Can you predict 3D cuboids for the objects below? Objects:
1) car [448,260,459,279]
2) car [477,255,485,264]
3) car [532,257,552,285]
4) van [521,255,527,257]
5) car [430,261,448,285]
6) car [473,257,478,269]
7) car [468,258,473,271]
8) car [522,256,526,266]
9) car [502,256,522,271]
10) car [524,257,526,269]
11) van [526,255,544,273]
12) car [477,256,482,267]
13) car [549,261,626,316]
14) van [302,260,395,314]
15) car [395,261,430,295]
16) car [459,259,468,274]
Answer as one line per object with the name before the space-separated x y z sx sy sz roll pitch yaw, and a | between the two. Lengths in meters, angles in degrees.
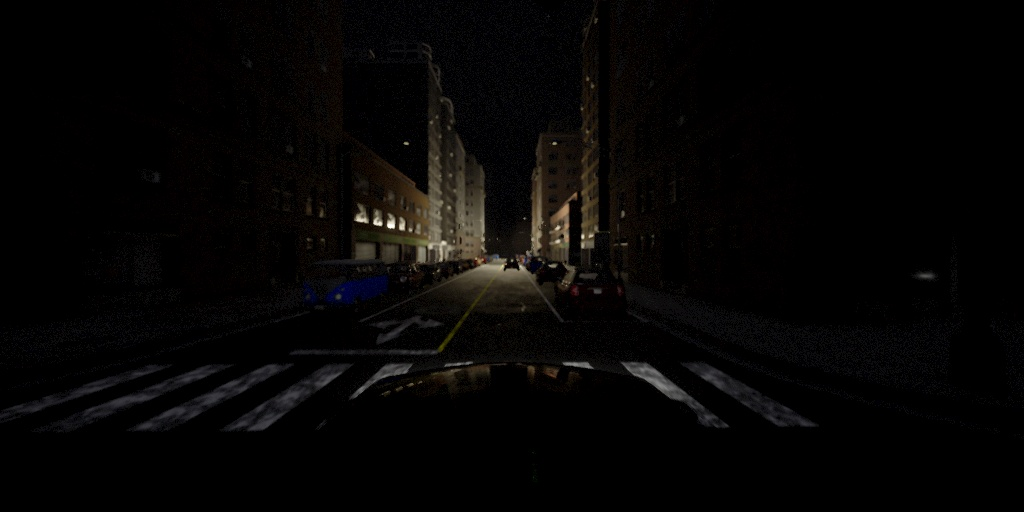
car | -5.890 1.174 30.033 1.802 1.307 4.207 0 0 0
car | -5.925 0.949 58.204 1.751 1.417 4.829 0 0 0
car | 2.643 1.062 24.378 1.967 1.591 4.097 0 0 0
van | 2.607 0.797 52.725 1.690 1.789 3.998 0 0 0
car | -5.883 1.190 24.364 1.948 1.339 4.313 0 0 0
car | -5.911 1.058 47.037 1.948 1.339 4.313 0 0 0
car | -5.904 1.052 41.199 1.751 1.417 4.829 0 0 0
car | 2.614 1.041 47.056 2.007 1.370 4.403 0 0 0
car | -0.048 1.041 43.009 1.812 1.442 4.674 0 0 0
car | 2.621 1.050 41.556 1.751 1.417 4.829 0 0 0
van | 2.628 0.898 35.717 1.690 1.789 3.998 0 0 0
car | -5.918 1.003 52.705 1.888 1.381 4.507 0 0 0
car | 2.657 1.126 13.040 1.967 1.591 4.097 0 0 0
van | -5.869 1.029 13.028 1.690 1.789 3.998 0 0 0
car | -5.876 1.096 18.696 1.967 1.591 4.097 0 0 0
car | -5.897 1.125 35.701 1.948 1.339 4.313 0 0 0
